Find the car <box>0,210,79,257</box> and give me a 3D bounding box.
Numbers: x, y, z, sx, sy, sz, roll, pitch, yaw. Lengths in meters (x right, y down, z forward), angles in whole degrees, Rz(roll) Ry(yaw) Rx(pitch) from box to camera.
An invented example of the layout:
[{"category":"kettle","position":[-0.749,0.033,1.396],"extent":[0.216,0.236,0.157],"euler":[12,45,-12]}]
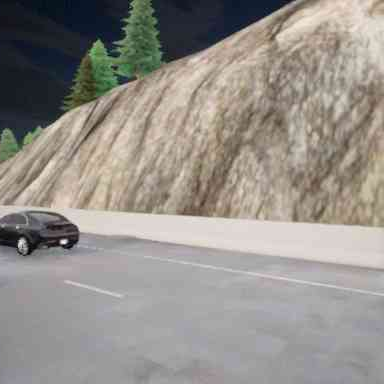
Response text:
[{"category":"car","position":[-6.389,1.467,12.946],"extent":[4.892,1.490,1.837],"euler":[0,0,36]}]
